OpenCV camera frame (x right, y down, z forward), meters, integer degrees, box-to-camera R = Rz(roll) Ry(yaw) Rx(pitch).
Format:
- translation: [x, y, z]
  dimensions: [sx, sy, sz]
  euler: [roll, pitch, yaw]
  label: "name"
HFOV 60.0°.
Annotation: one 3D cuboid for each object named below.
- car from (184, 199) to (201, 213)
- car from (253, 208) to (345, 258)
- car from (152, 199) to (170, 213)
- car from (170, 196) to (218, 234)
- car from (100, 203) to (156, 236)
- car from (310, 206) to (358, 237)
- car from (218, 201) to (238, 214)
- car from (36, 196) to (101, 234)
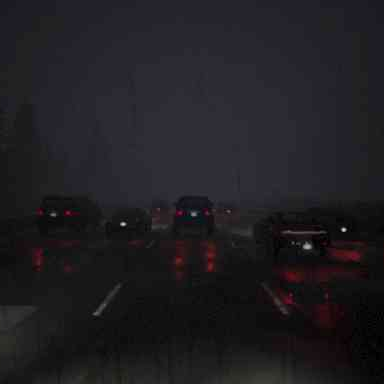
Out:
- translation: [0.075, 1.508, 37.320]
  dimensions: [1.812, 1.442, 4.674]
  euler: [0, 0, 0]
  label: "car"
- translation: [3.596, 1.485, 12.775]
  dimensions: [2.128, 1.511, 4.902]
  euler: [0, 0, 0]
  label: "car"
- translation: [-3.412, 1.488, 36.298]
  dimensions: [1.837, 1.490, 4.892]
  euler: [0, 0, 0]
  label: "car"
- translation: [0.094, 1.213, 19.402]
  dimensions: [2.150, 2.045, 5.566]
  euler: [0, 0, 0]
  label: "car"
- translation: [-3.406, 1.555, 18.455]
  dimensions: [1.994, 1.385, 4.181]
  euler: [0, 0, 0]
  label: "car"
- translation: [7.094, 1.496, 17.964]
  dimensions: [1.837, 1.490, 4.892]
  euler: [0, 0, 0]
  label: "car"
- translation: [3.588, 1.584, 34.726]
  dimensions: [1.895, 1.301, 4.718]
  euler: [0, 0, 0]
  label: "car"
- translation: [-6.905, 1.213, 19.254]
  dimensions: [2.150, 2.045, 5.566]
  euler: [0, 0, 0]
  label: "car"
